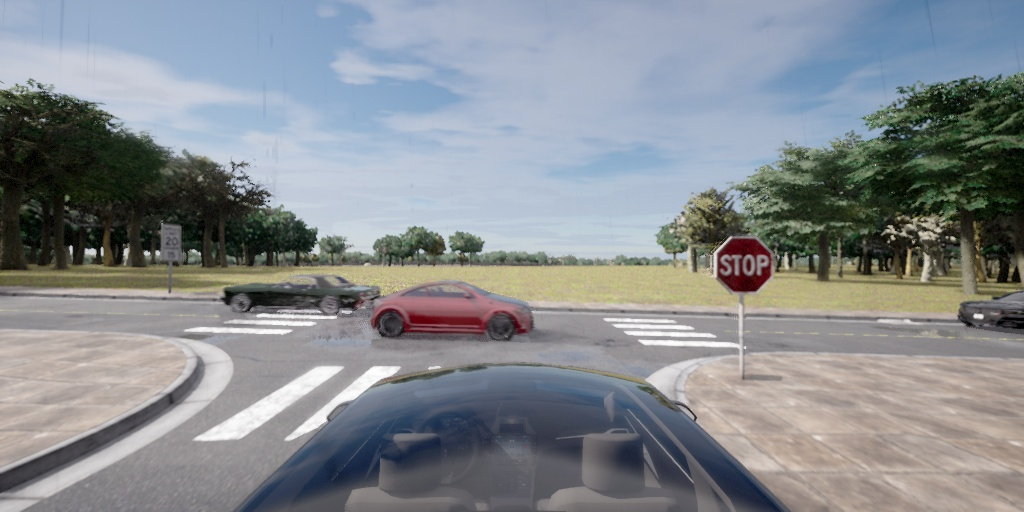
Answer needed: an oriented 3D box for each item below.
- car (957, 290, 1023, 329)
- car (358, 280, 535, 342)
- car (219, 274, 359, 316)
[{"bbox_3d":[18.563,1.876,12.332,5.008,1.535,1.882,2,-1,0],"label":"car"},{"bbox_3d":[-1.486,1.349,9.507,4.181,1.385,1.994,1,-1,0],"label":"car"},{"bbox_3d":[-7.243,1.280,12.491,4.718,1.301,1.895,2,-1,0],"label":"car"}]
